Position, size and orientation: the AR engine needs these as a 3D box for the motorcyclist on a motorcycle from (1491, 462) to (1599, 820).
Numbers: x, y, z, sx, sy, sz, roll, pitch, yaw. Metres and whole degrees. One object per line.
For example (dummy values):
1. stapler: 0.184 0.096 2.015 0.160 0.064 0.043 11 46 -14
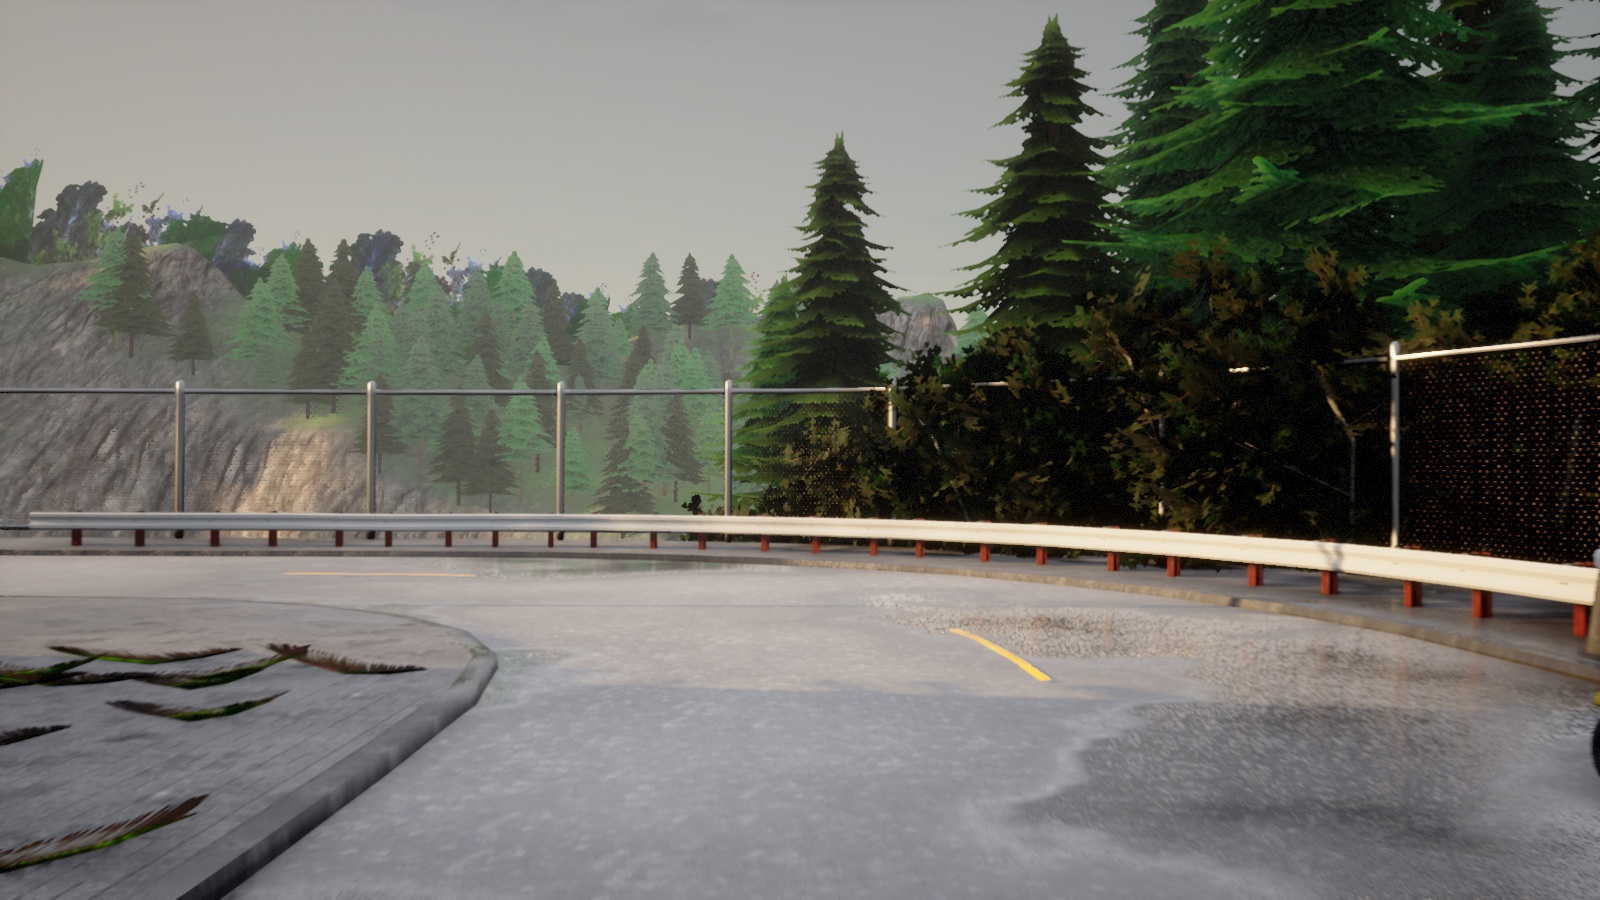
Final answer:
1. motorcyclist on a motorcycle: 3.980 0.844 5.512 0.866 1.590 1.817 0 -1 0
